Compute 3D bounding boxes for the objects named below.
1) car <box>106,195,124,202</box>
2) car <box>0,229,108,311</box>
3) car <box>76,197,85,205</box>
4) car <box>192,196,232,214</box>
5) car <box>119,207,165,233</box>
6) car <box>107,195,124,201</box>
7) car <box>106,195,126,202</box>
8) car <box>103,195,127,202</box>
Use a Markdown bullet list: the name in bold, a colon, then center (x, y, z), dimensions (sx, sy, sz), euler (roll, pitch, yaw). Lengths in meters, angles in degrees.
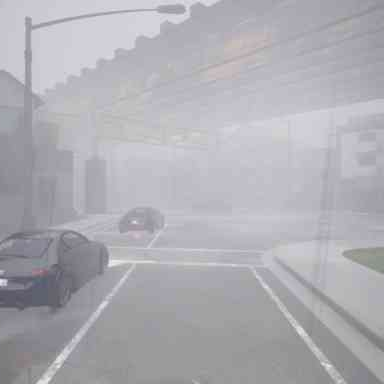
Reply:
- **car**: center (-17.526, 1.453, 76.103), dimensions (2.038, 1.542, 4.974), euler (0, 0, 15)
- **car**: center (-3.386, 1.564, 7.859), dimensions (1.994, 1.385, 4.181), euler (0, 0, 0)
- **car**: center (-17.719, 1.477, 56.063), dimensions (1.882, 1.535, 5.008), euler (0, 0, -45)
- **car**: center (2.105, 1.352, 36.008), dimensions (2.097, 1.767, 4.553), euler (0, 0, -45)
- **car**: center (-2.861, 1.564, 19.613), dimensions (1.994, 1.385, 4.181), euler (0, 0, 5)
- **car**: center (-17.513, 1.295, 76.153), dimensions (1.853, 1.218, 4.536), euler (0, 0, 15)
- **car**: center (-16.798, 1.295, 72.447), dimensions (4.536, 1.218, 1.853), euler (0, 0, -15)
- **car**: center (-16.848, 1.453, 72.434), dimensions (4.974, 1.542, 2.038), euler (0, 0, -15)
